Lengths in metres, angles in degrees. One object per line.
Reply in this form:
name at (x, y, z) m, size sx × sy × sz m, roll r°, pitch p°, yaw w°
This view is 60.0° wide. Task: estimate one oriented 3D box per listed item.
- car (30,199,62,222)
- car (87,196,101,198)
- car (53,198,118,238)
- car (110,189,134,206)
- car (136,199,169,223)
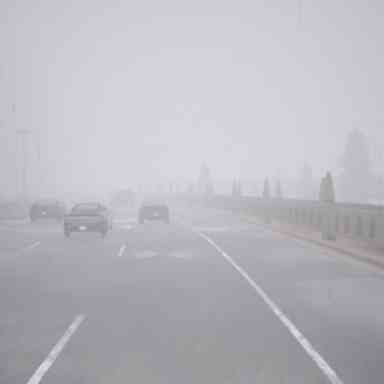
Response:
car at (-10.167, 1.208, 23.793) m, size 1.882 × 1.535 × 5.008 m, roll 0°, pitch 1°, yaw -14°
car at (-11.490, 1.147, 38.799) m, size 1.895 × 1.301 × 4.718 m, roll -1°, pitch 1°, yaw -23°
car at (-5.050, 1.291, 16.573) m, size 2.128 × 1.511 × 4.902 m, roll 0°, pitch 1°, yaw -9°
car at (-8.705, 0.717, 41.157) m, size 2.150 × 2.045 × 5.566 m, roll -1°, pitch 0°, yaw -24°
car at (-2.738, 1.191, 22.748) m, size 1.882 × 1.535 × 5.008 m, roll 0°, pitch 1°, yaw -12°
